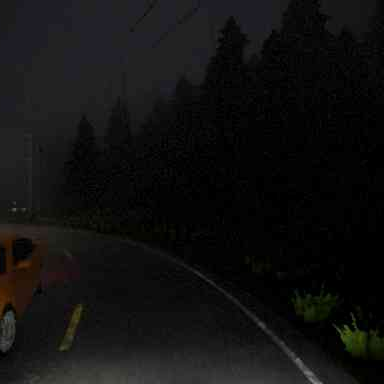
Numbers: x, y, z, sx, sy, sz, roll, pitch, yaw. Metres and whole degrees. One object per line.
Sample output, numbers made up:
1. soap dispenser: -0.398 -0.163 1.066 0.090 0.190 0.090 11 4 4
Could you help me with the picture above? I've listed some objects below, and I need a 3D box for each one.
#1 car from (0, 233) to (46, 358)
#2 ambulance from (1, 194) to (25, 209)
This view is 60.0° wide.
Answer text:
1. car: -3.914 1.543 5.995 1.882 1.535 5.008 1 -1 -16
2. ambulance: -31.425 1.645 58.562 6.366 2.431 2.351 -1 -1 45
